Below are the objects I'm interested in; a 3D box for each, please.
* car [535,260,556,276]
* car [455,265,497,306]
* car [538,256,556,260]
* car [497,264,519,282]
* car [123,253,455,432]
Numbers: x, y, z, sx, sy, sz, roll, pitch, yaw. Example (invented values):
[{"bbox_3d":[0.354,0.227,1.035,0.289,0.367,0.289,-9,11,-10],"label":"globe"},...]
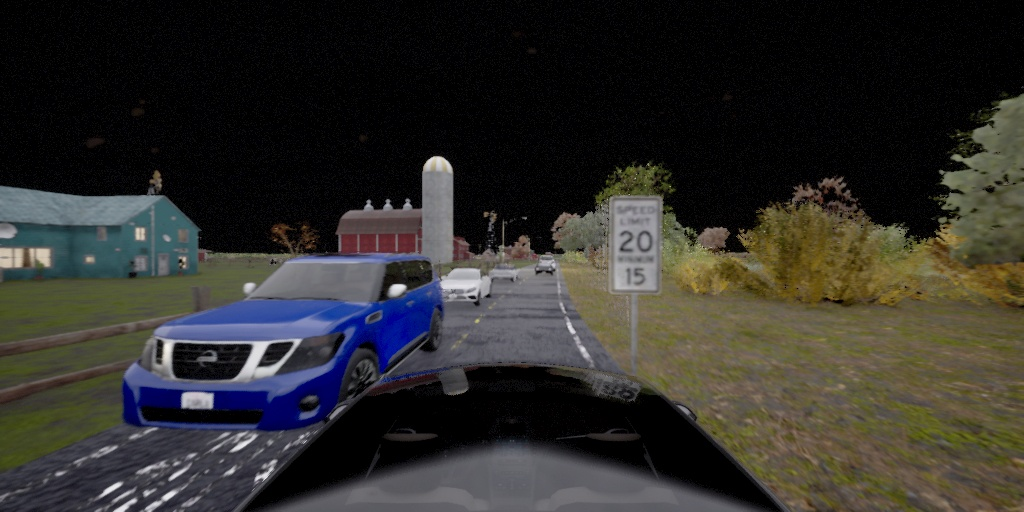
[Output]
[{"bbox_3d":[3.428,1.348,37.782,1.895,1.301,4.718,0,0,7],"label":"car"},{"bbox_3d":[-2.017,1.257,15.911,1.812,1.442,4.674,0,0,5],"label":"car"},{"bbox_3d":[4.728,0.984,48.235,2.150,2.045,5.566,0,0,7],"label":"car"},{"bbox_3d":[-0.575,1.330,28.545,1.895,1.301,4.718,0,0,7],"label":"car"},{"bbox_3d":[-2.689,0.957,6.003,2.150,2.045,5.566,0,0,3],"label":"car"}]
